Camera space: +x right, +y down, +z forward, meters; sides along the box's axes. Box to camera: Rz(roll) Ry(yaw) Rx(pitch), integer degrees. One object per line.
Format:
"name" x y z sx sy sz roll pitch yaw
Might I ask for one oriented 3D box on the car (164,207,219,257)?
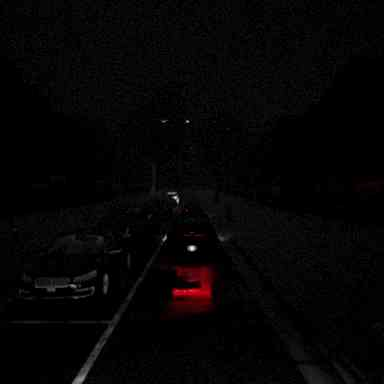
"car" 0.024 1.604 13.486 1.837 1.490 4.892 0 0 1

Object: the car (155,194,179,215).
"car" -2.648 1.391 30.633 2.192 1.841 5.009 -1 0 0

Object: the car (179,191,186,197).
"car" -2.631 0.556 91.626 1.947 1.339 4.313 1 2 0

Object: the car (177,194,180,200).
"car" -3.016 1.416 44.604 1.882 1.535 5.008 0 1 0

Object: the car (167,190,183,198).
"car" -2.983 1.074 51.630 2.150 2.045 5.566 0 1 0

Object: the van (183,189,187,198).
"van" -2.634 0.768 74.990 1.690 1.788 3.998 0 1 0

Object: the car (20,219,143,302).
"car" -2.653 1.623 8.443 2.008 1.369 4.403 -1 0 0

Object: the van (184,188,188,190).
"van" -2.630 0.489 86.077 1.690 1.788 3.998 1 1 0

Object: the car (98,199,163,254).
"car" -2.655 1.415 13.997 2.192 1.841 5.009 -1 0 0

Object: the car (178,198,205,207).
"car" 0.023 1.595 28.462 1.837 1.490 4.892 0 1 1
